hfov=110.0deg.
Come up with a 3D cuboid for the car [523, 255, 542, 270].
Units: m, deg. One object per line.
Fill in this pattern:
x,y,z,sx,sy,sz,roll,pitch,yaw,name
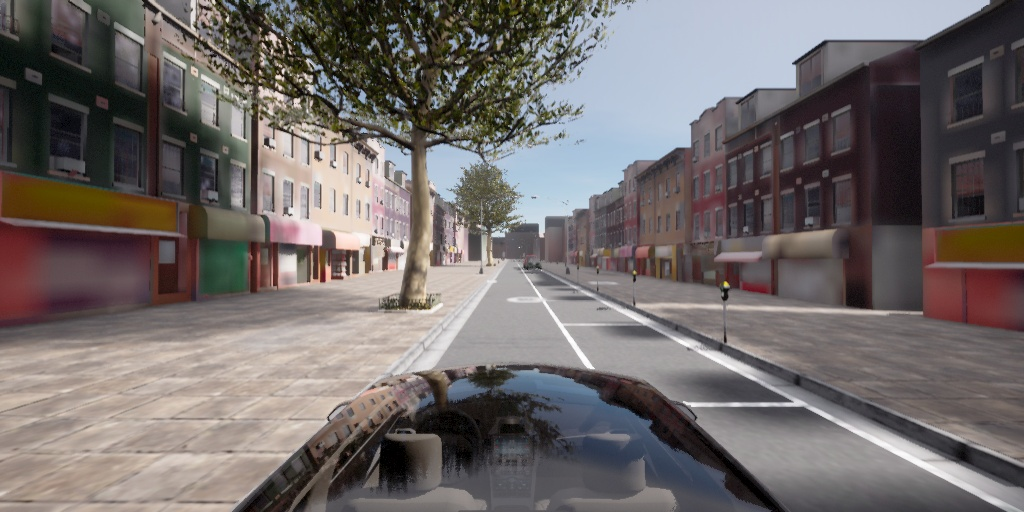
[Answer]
2.988,1.035,50.281,2.097,1.767,4.553,0,0,0,car
